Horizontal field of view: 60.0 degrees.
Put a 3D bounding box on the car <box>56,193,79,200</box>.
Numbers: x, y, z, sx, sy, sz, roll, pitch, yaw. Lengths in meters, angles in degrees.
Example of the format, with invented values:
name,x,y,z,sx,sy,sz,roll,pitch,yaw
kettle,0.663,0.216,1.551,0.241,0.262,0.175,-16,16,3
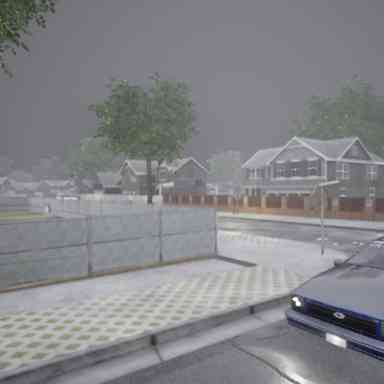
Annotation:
name,x,y,z,sx,sy,sz,roll,pitch,yaw
car,-17.815,1.197,47.465,2.150,2.045,5.566,-1,0,-36

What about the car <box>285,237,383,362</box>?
name,x,y,z,sx,sy,sz,roll,pitch,yaw
car,4.007,1.487,5.811,5.357,1.411,2.033,-1,0,-36
